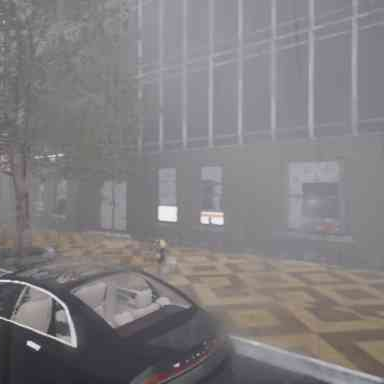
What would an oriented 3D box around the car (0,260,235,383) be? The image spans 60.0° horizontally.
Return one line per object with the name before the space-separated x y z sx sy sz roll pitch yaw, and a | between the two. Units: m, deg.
car | -1.626 1.533 4.036 4.403 1.369 2.008 0 0 35
